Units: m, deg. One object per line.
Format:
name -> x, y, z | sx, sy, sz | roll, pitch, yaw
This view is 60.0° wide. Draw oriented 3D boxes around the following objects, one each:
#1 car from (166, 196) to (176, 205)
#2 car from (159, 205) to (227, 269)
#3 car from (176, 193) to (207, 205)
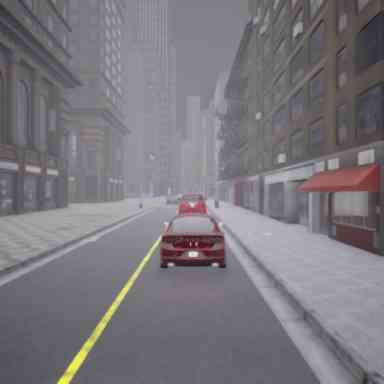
car -> -3.074, 1.343, 53.053 | 1.837, 1.490, 4.892 | 0, -1, 0
car -> 0.052, 1.426, 10.984 | 1.882, 1.535, 5.008 | 0, 0, 1
car -> 0.063, 1.105, 27.827 | 2.150, 2.045, 5.566 | 0, 1, 0
